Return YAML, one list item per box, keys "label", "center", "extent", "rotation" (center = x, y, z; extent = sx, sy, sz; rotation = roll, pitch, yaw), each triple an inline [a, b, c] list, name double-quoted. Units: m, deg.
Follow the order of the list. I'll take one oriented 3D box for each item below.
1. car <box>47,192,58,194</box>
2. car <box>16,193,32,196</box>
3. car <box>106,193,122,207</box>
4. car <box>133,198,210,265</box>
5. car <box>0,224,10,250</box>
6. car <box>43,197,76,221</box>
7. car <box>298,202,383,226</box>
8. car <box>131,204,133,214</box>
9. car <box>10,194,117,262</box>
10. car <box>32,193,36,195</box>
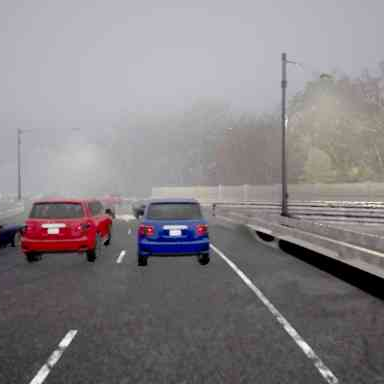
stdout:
- label: "car"
  center: [-33.771, 1.076, 79.884]
  extent: [5.566, 2.045, 2.150]
  rotation: [0, 0, 43]
- label: "car"
  center: [-38.658, 1.357, 74.875]
  extent: [5.008, 1.535, 1.882]
  rotation: [0, 0, 43]
- label: "car"
  center: [-12.166, 1.137, 50.065]
  extent: [2.150, 2.045, 5.566]
  rotation: [0, 0, -28]
- label: "car"
  center: [-0.743, 1.206, 11.799]
  extent: [2.150, 2.045, 5.566]
  rotation: [0, 0, -6]
- label: "car"
  center: [-7.776, 1.610, 11.871]
  extent: [1.895, 1.301, 4.718]
  rotation: [0, 0, -6]
- label: "car"
  center: [-11.234, 1.347, 28.494]
  extent: [2.097, 1.767, 4.553]
  rotation: [0, 0, -16]
- label: "car"
  center: [9.998, 1.419, 22.613]
  extent: [5.357, 1.411, 2.033]
  rotation: [-1, 0, 38]
- label: "car"
  center: [-4.168, 1.474, 29.257]
  extent: [1.837, 1.490, 4.892]
  rotation: [0, 0, -15]
- label: "car"
  center: [-4.315, 1.217, 12.296]
  extent: [2.150, 2.045, 5.566]
  rotation: [0, 0, -7]
- label: "car"
  center: [-36.203, 1.389, 77.370]
  extent: [4.674, 1.442, 1.812]
  rotation: [0, 0, 43]
